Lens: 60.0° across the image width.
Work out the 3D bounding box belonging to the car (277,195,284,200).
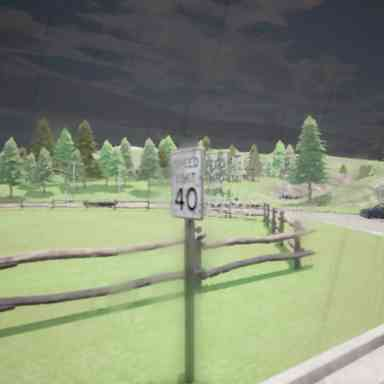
[{"bbox_3d":[25.387,1.457,92.209,4.892,1.490,1.837,0,0,-35],"label":"car"}]

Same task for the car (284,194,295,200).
[{"bbox_3d":[28.076,1.432,89.824,5.357,1.411,2.033,0,0,-35],"label":"car"}]

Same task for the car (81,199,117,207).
[{"bbox_3d":[-13.460,1.595,48.179,4.718,1.301,1.895,0,0,3],"label":"car"}]

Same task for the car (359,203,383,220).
[{"bbox_3d":[15.185,1.537,25.359,2.033,1.411,5.357,0,0,-9],"label":"car"}]

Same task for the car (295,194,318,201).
[{"bbox_3d":[29.903,1.315,86.830,4.553,1.767,2.097,0,0,-35],"label":"car"}]
